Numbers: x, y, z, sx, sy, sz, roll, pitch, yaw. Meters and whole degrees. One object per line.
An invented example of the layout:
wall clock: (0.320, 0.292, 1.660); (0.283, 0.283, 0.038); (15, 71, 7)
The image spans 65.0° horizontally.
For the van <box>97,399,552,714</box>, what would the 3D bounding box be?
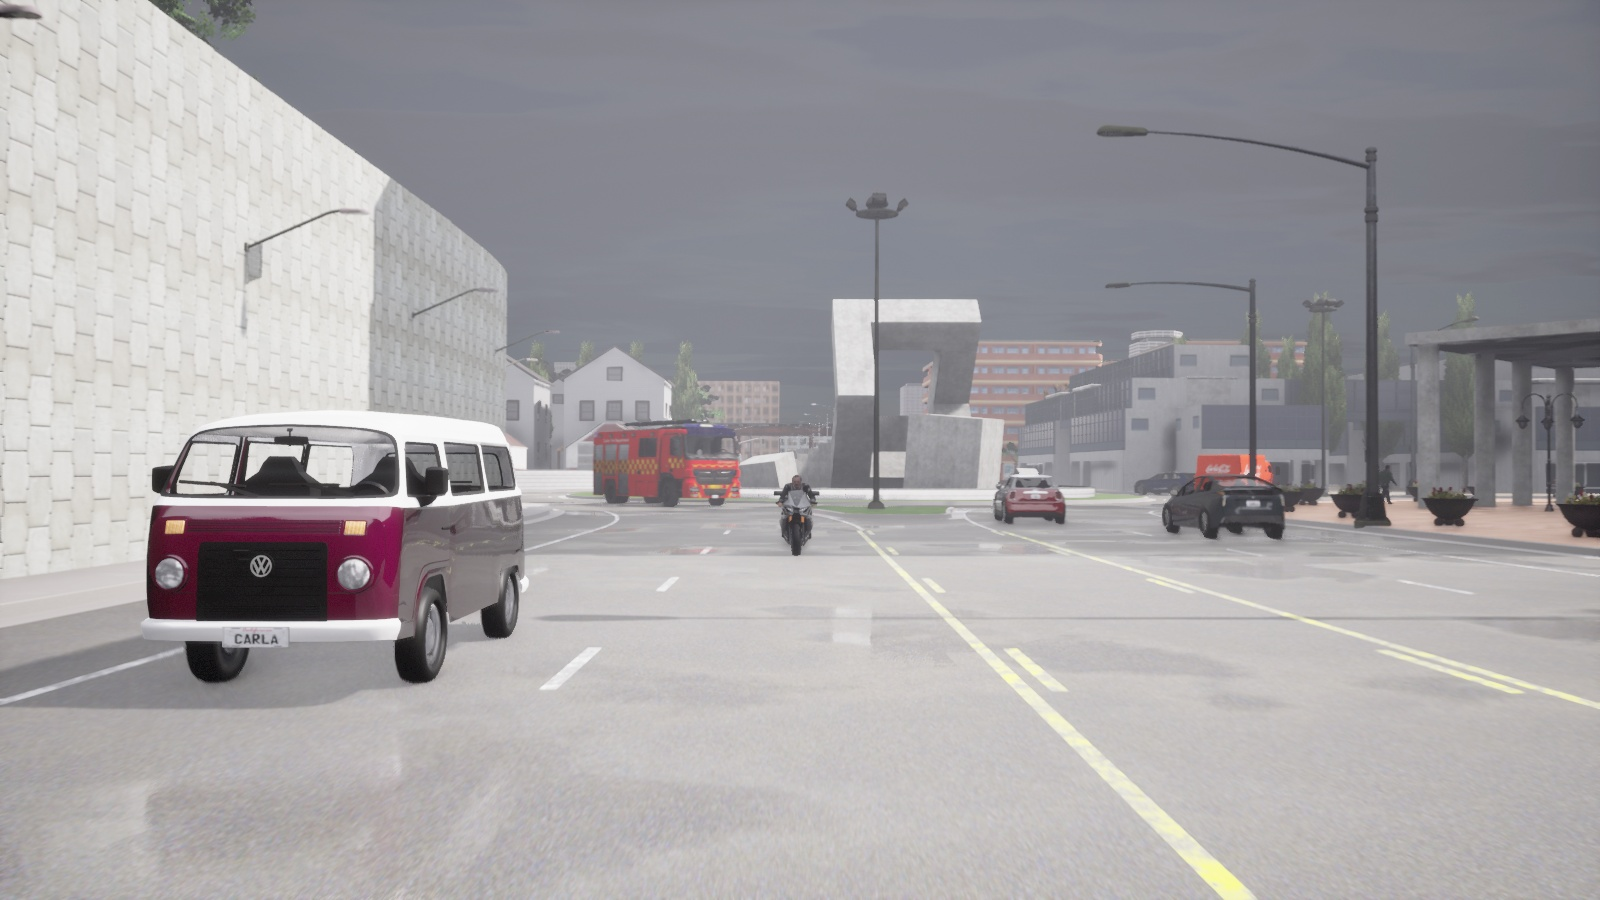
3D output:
van: (-3.527, 0.726, 10.393); (2.069, 2.038, 4.480); (0, -1, 0)

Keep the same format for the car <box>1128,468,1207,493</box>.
car: (25.009, 2.078, 85.618); (2.033, 1.649, 4.856); (0, -1, -37)

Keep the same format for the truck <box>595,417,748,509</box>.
truck: (-5.973, 0.623, 56.737); (2.891, 3.827, 8.468); (1, -1, -37)

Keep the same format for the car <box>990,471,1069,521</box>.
car: (7.179, 1.414, 39.602); (1.970, 1.475, 3.806); (0, -1, 3)

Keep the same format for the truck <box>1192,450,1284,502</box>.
truck: (21.804, 1.285, 62.397); (2.627, 2.467, 5.204); (-1, -1, 40)

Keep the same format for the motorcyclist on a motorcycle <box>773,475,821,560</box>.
motorcyclist on a motorcycle: (-0.055, 1.250, 23.898); (0.866, 1.530, 2.191); (0, -1, 0)

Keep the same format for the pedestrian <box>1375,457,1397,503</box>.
pedestrian: (25.269, 1.282, 54.157); (0.788, 1.949, 0.423); (0, -1, -18)

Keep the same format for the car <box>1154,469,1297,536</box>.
car: (10.427, 1.241, 31.155); (2.007, 1.525, 4.514); (0, -1, 0)
